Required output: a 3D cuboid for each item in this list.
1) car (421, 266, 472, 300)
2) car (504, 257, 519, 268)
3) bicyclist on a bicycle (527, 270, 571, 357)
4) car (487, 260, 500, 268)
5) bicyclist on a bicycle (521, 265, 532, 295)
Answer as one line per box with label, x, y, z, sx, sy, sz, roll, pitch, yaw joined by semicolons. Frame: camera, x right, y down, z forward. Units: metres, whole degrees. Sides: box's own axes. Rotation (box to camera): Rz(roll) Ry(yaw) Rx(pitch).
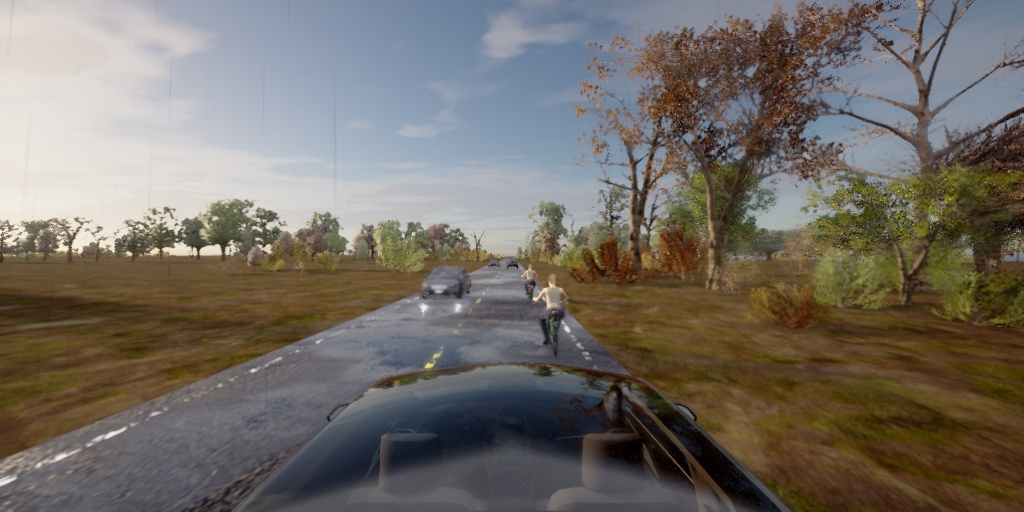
car;-3.100;1.244;17.647;2.128;1.511;4.902;0;0;0
car;0.105;1.264;59.395;1.837;1.490;4.892;0;0;0
bicyclist on a bicycle;0.846;1.185;7.564;0.866;1.612;1.509;-1;0;0
car;-3.061;1.323;60.840;1.994;1.385;4.181;0;0;0
bicyclist on a bicycle;0.824;1.186;16.307;0.866;1.612;1.509;-1;0;0
